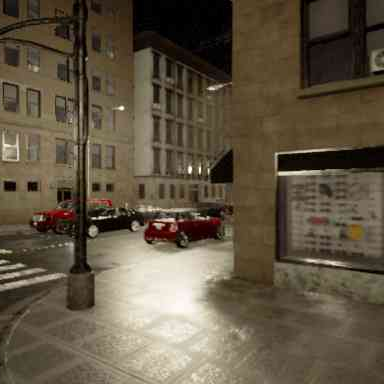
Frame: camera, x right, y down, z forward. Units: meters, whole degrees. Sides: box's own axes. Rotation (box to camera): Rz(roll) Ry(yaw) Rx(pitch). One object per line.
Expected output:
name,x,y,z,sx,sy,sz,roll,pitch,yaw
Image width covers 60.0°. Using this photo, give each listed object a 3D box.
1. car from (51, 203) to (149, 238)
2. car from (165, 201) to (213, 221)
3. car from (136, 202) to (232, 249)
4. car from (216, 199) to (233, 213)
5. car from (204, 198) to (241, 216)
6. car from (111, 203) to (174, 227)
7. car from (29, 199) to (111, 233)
car,-4.698,1.522,17.943,1.837,1.490,4.892,0,0,35
car,-0.175,1.570,28.712,1.887,1.381,4.507,0,0,35
car,-0.199,1.435,14.801,1.967,1.590,4.097,0,0,35
car,1.107,1.541,26.127,1.812,1.442,4.674,0,0,35
car,3.110,1.464,33.348,1.967,1.590,4.097,0,0,35
car,-3.461,1.577,24.076,2.008,1.369,4.403,0,0,35
car,-6.747,1.342,19.440,2.192,1.841,5.009,0,0,35
